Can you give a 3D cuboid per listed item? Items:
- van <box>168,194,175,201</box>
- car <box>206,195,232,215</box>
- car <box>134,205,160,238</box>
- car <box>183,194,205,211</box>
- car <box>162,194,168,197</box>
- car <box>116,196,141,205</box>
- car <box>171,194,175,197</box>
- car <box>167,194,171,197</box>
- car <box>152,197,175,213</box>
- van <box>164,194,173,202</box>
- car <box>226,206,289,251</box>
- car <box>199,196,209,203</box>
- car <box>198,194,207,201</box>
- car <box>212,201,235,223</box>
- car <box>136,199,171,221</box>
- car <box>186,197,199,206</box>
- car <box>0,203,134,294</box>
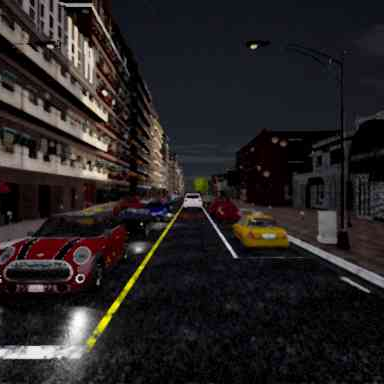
[{"bbox_3d":[-5.664,1.436,91.350,1.690,1.788,3.998,0,0,0],"label":"van"},{"bbox_3d":[2.701,1.314,30.416,2.192,1.841,5.009,0,0,0],"label":"car"},{"bbox_3d":[-3.071,1.588,17.824,1.895,1.301,4.718,0,0,0],"label":"car"},{"bbox_3d":[0.111,1.225,40.789,2.150,2.045,5.566,0,-1,0],"label":"car"},{"bbox_3d":[-5.673,1.572,58.115,1.887,1.381,4.507,0,0,0],"label":"car"},{"bbox_3d":[-5.679,1.308,30.418,2.192,1.841,5.009,0,0,0],"label":"car"},{"bbox_3d":[-5.668,1.371,74.733,2.192,1.841,5.009,0,0,0],"label":"car"},{"bbox_3d":[-5.671,1.476,63.653,1.967,1.590,4.097,0,0,0],"label":"car"},{"bbox_3d":[-2.991,1.565,36.895,1.994,1.385,4.181,0,0,0],"label":"car"},{"bbox_3d":[-5.667,1.409,80.273,1.690,1.788,3.998,0,0,0],"label":"van"},{"bbox_3d":[2.696,1.514,13.969,1.752,1.417,4.829,0,0,0],"label":"car"},{"bbox_3d":[2.711,1.613,74.730,2.008,1.369,4.403,0,0,0],"label":"car"},{"bbox_3d":[2.716,1.402,85.809,2.192,1.841,5.009,0,0,0],"label":"car"},{"bbox_3d":[2.699,1.577,24.877,1.802,1.307,4.206,0,0,0],"label":"car"},{"bbox_3d":[-3.007,1.518,26.880,1.812,1.442,4.674,0,0,0],"label":"car"},{"bbox_3d":[0.113,1.576,56.261,2.033,1.411,5.357,0,0,0],"label":"car"},{"bbox_3d":[-3.097,1.335,8.880,2.097,1.767,4.553,0,0,0],"label":"car"}]
